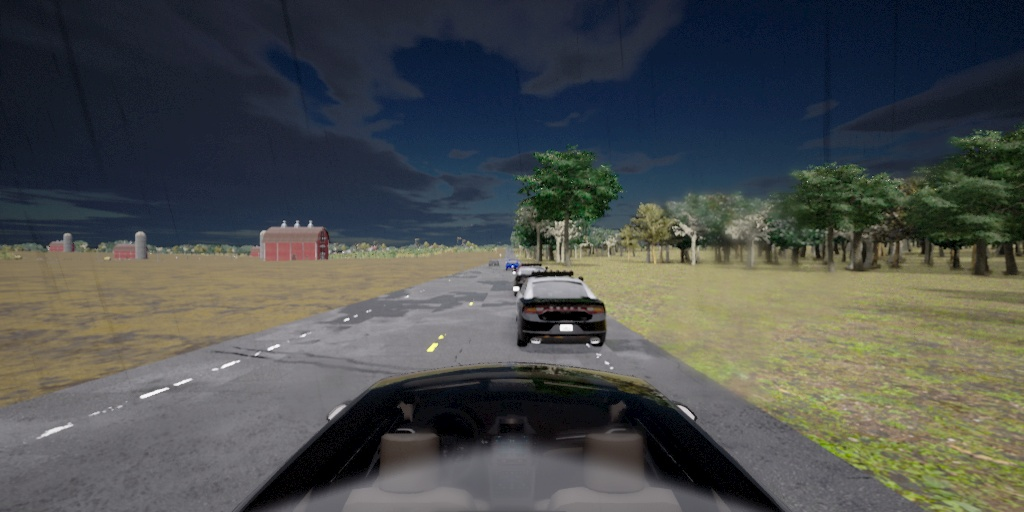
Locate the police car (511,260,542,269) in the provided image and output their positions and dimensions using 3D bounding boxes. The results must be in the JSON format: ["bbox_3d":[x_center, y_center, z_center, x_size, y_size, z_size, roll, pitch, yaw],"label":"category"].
[{"bbox_3d":[1.063,1.218,19.541,1.930,1.638,5.238,0,0,0],"label":"police car"}]

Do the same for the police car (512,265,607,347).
[{"bbox_3d":[1.056,1.195,9.540,1.930,1.638,5.238,0,0,0],"label":"police car"}]

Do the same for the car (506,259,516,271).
[{"bbox_3d":[0.099,1.297,51.583,1.882,1.535,5.008,0,0,0],"label":"car"}]
